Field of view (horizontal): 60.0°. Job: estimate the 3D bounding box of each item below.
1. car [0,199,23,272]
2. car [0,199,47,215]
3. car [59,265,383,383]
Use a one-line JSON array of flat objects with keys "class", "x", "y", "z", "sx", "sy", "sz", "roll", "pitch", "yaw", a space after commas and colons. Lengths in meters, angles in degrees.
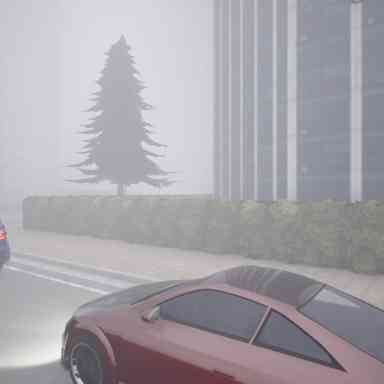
[{"class": "car", "x": -7.179, "y": 1.221, "z": 9.072, "sx": 5.566, "sy": 2.045, "sz": 2.150, "roll": 0, "pitch": 0, "yaw": 35}, {"class": "car", "x": -18.499, "y": 1.560, "z": 35.921, "sx": 1.837, "sy": 1.490, "sz": 4.892, "roll": 0, "pitch": 0, "yaw": 35}, {"class": "car", "x": 0.434, "y": 1.564, "z": 3.683, "sx": 4.181, "sy": 1.385, "sz": 1.994, "roll": 0, "pitch": 0, "yaw": 35}]
